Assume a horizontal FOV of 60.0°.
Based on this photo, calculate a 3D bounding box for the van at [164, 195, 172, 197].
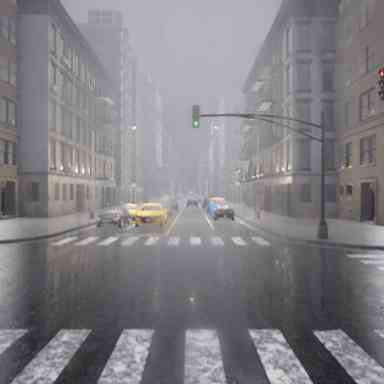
[{"bbox_3d":[-5.448,1.665,66.433,1.690,1.788,3.998,0,0,0],"label":"van"}]

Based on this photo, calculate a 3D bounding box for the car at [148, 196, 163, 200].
[{"bbox_3d":[-5.423,1.658,44.808,1.967,1.590,4.097,0,0,0],"label":"car"}]

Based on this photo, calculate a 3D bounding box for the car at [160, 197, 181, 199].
[{"bbox_3d":[-2.849,1.778,43.986,1.994,1.385,4.181,0,0,0],"label":"car"}]

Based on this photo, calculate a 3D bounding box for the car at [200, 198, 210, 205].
[{"bbox_3d":[2.631,1.850,66.605,1.752,1.417,4.829,0,0,0],"label":"car"}]

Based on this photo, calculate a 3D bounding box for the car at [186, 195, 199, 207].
[{"bbox_3d":[0.083,1.781,56.754,1.837,1.490,4.892,0,0,0],"label":"car"}]

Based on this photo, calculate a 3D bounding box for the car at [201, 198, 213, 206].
[{"bbox_3d":[2.631,1.848,61.029,2.008,1.369,4.403,0,0,0],"label":"car"}]

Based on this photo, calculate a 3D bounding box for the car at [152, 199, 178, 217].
[{"bbox_3d":[-2.853,1.712,33.975,2.033,1.411,5.357,0,0,0],"label":"car"}]

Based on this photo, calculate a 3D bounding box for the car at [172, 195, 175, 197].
[{"bbox_3d":[-5.455,1.665,71.839,2.192,1.841,5.009,0,0,0],"label":"car"}]

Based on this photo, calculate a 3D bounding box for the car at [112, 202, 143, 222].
[{"bbox_3d":[-5.403,1.663,28.419,1.752,1.417,4.829,0,0,0],"label":"car"}]

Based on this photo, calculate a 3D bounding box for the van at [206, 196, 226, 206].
[{"bbox_3d":[2.631,1.506,33.999,1.690,1.788,3.998,0,0,0],"label":"van"}]

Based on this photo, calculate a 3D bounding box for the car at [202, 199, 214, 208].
[{"bbox_3d":[2.631,1.836,55.623,1.947,1.339,4.313,0,0,0],"label":"car"}]

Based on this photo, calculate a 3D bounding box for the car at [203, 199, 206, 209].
[{"bbox_3d":[2.631,1.773,39.404,1.802,1.307,4.206,0,0,0],"label":"car"}]

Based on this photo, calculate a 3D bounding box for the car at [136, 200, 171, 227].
[{"bbox_3d":[-2.860,1.595,24.097,1.882,1.535,5.008,0,0,0],"label":"car"}]

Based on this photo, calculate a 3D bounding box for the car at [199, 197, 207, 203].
[{"bbox_3d":[2.631,1.947,82.654,1.887,1.381,4.507,0,0,0],"label":"car"}]

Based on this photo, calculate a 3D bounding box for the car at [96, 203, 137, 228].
[{"bbox_3d":[-5.397,1.664,23.183,2.008,1.369,4.403,0,0,0],"label":"car"}]

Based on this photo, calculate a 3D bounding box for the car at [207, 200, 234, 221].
[{"bbox_3d":[2.631,1.690,28.592,2.008,1.369,4.403,0,0,0],"label":"car"}]

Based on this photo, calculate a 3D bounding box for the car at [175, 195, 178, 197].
[{"bbox_3d":[-5.474,1.980,88.057,2.008,1.369,4.403,0,0,0],"label":"car"}]

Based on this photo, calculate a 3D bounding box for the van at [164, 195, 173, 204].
[{"bbox_3d":[-5.461,1.718,77.245,1.690,1.788,3.998,0,0,0],"label":"van"}]

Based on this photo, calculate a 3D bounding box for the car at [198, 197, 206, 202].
[{"bbox_3d":[2.631,1.995,88.060,1.947,1.339,4.313,0,0,0],"label":"car"}]

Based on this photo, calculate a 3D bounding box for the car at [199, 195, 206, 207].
[{"bbox_3d":[2.631,1.559,50.218,2.192,1.841,5.009,0,0,0],"label":"car"}]
